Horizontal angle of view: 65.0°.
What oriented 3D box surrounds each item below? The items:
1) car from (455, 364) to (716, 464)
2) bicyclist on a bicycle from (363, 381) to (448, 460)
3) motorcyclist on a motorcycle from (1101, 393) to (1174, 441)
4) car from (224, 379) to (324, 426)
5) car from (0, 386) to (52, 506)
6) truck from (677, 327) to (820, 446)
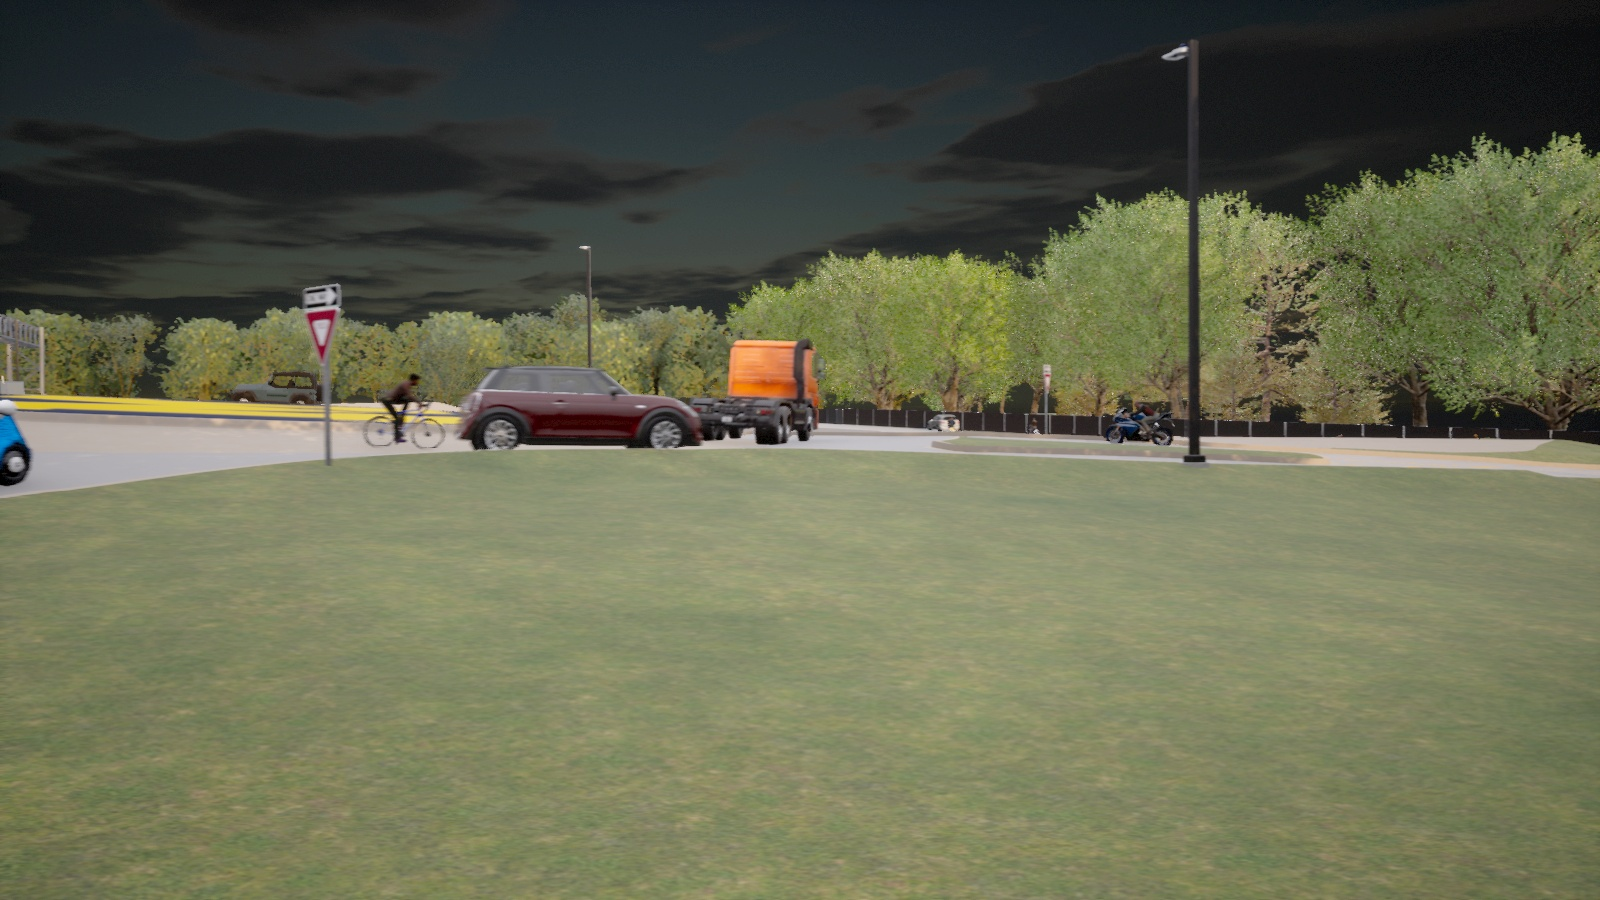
[{"bbox_3d":[-4.091,-0.689,23.838,4.553,1.767,2.097,-1,1,-20],"label":"car"},{"bbox_3d":[-8.388,-0.631,26.738,1.656,1.620,0.582,1,4,-14],"label":"bicyclist on a bicycle"},{"bbox_3d":[11.250,-1.117,41.875,2.191,1.530,0.866,2,3,24],"label":"motorcyclist on a motorcycle"},{"bbox_3d":[-23.131,-2.073,55.378,3.866,1.878,1.905,1,-1,-17],"label":"car"},{"bbox_3d":[-10.086,-0.019,14.477,1.481,1.376,2.207,0,4,4],"label":"car"},{"bbox_3d":[-1.475,-1.983,40.693,2.891,3.462,7.936,1,2,10],"label":"truck"}]
